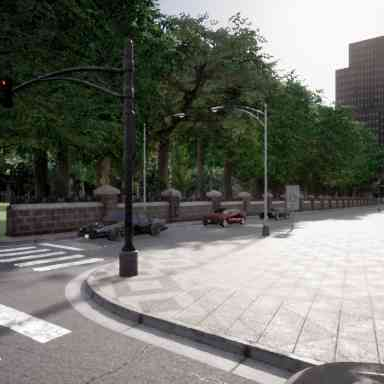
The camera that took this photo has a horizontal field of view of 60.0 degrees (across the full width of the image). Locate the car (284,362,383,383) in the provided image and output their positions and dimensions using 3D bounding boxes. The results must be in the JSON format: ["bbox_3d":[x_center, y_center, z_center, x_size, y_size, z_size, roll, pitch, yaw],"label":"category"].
[{"bbox_3d":[2.351,1.551,1.286,4.403,1.369,2.008,0,0,36],"label":"car"}]

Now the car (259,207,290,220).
[{"bbox_3d":[8.994,2.349,36.214,1.895,1.301,4.718,0,-1,35],"label":"car"}]

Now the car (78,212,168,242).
[{"bbox_3d":[-3.587,1.844,18.466,2.033,1.411,5.357,0,-1,36],"label":"car"}]

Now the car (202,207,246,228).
[{"bbox_3d":[2.736,1.998,27.365,1.882,1.535,5.008,0,-1,35],"label":"car"}]
